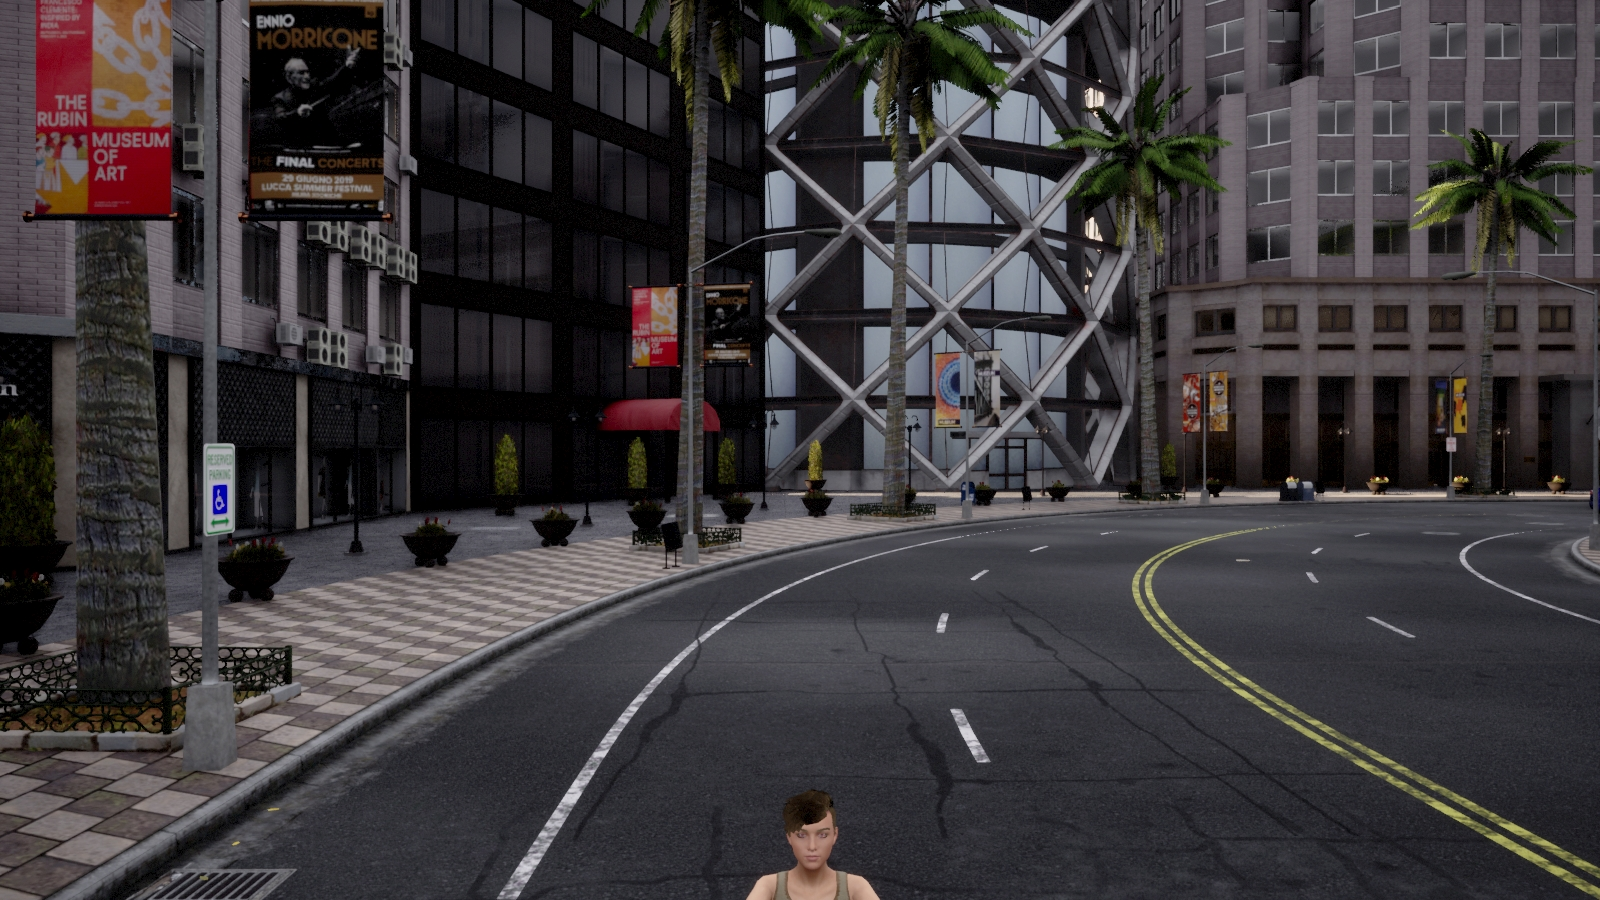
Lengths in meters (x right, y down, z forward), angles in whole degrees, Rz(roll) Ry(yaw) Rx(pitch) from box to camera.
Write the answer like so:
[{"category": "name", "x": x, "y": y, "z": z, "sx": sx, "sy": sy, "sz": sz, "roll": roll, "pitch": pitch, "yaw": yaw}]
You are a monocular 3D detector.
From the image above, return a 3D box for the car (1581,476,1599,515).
[{"category": "car", "x": 36.842, "y": 1.968, "z": 49.589, "sx": 4.611, "sy": 1.667, "sz": 2.242, "roll": 0, "pitch": 0, "yaw": -11}]

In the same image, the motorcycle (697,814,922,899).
[{"category": "motorcycle", "x": 0.030, "y": 2.170, "z": 3.616, "sx": 0.764, "sy": 1.277, "sz": 2.356, "roll": 0, "pitch": 0, "yaw": 1}]
